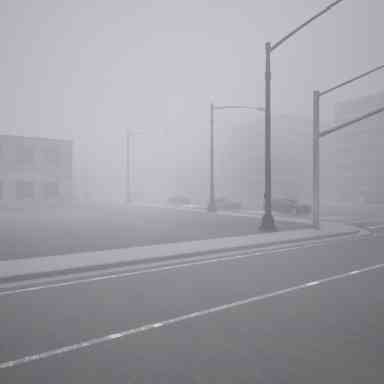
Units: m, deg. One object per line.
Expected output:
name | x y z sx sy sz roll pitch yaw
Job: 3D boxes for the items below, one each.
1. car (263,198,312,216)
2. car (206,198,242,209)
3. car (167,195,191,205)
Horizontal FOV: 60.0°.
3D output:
car | 9.063 1.345 31.978 1.882 1.535 5.008 0 1 -35
car | 3.765 1.332 39.672 1.895 1.301 4.718 0 1 -34
car | -1.940 1.118 48.007 1.994 1.385 4.181 0 1 -35
